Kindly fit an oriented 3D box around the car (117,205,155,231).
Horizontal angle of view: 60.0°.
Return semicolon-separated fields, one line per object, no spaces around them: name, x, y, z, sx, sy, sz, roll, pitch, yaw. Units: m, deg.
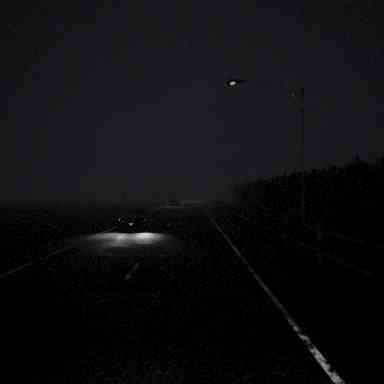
car;-3.573;1.652;21.882;1.837;1.490;4.892;0;0;0

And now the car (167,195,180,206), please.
car;-3.443;1.641;63.470;2.150;2.045;5.566;0;0;1
